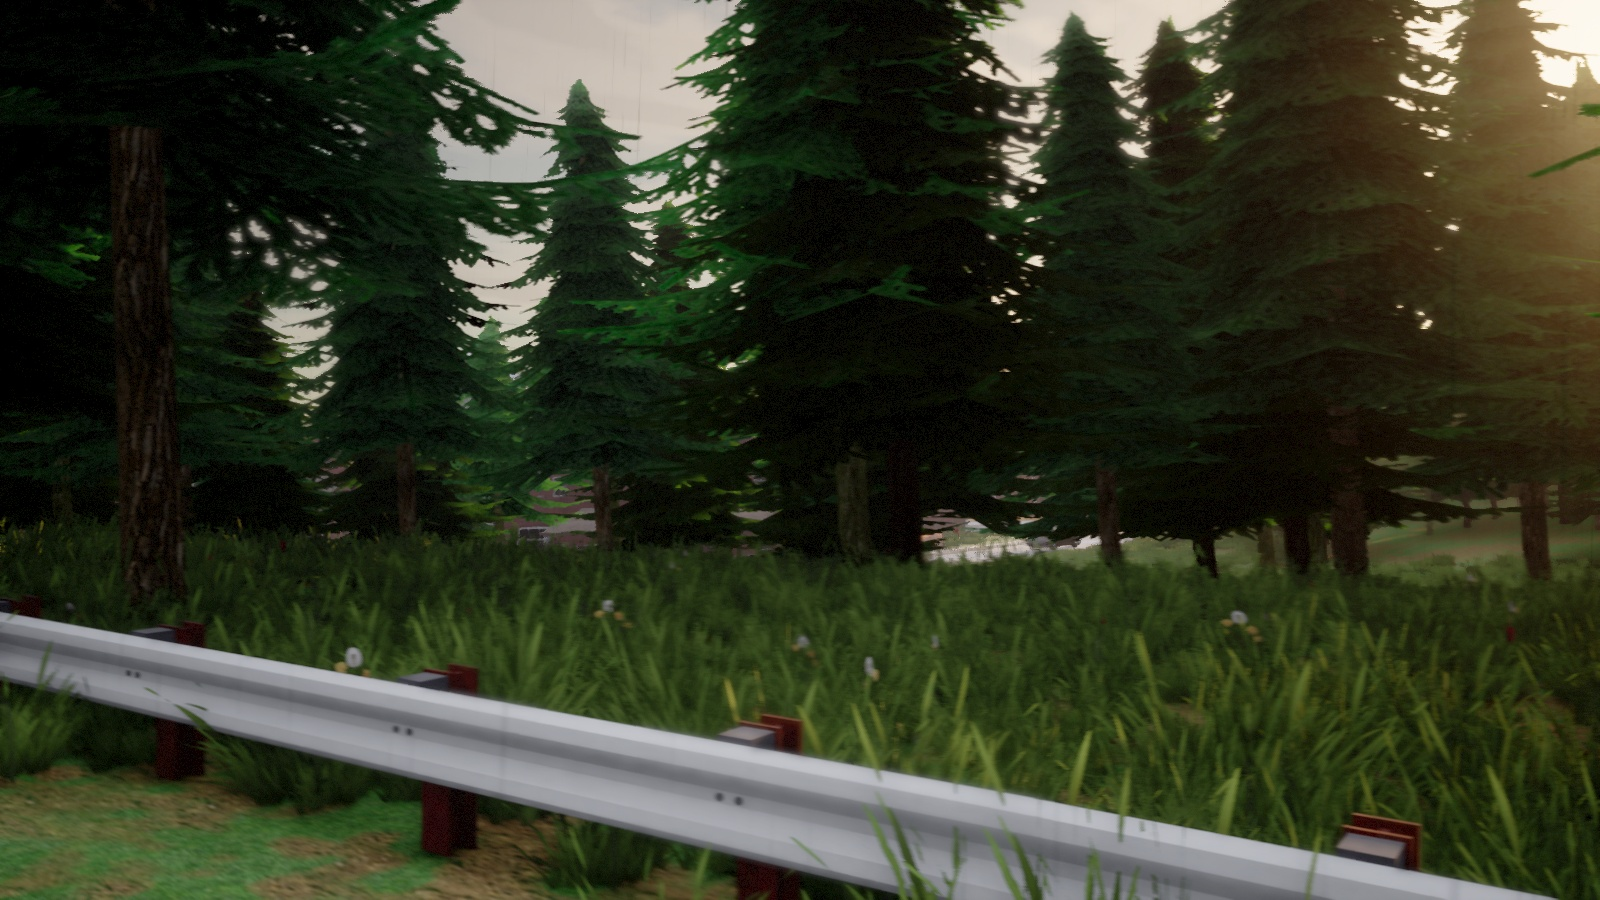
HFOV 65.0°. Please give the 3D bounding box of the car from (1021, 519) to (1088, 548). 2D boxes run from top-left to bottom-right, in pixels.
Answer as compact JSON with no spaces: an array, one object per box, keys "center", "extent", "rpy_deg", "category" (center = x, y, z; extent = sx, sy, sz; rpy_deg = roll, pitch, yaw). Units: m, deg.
[{"center":[17.263,5.613,84.974],"extent":[2.128,1.511,4.902],"rpy_deg":[-6,-2,42],"category":"car"}]
